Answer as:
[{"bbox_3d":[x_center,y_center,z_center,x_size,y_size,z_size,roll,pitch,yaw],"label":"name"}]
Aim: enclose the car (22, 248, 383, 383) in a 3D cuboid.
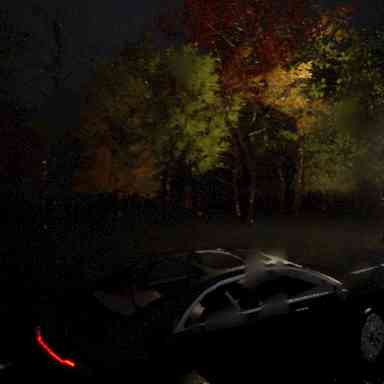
[{"bbox_3d":[0.616,1.490,4.185,4.902,1.511,2.128,0,0,-35],"label":"car"}]
